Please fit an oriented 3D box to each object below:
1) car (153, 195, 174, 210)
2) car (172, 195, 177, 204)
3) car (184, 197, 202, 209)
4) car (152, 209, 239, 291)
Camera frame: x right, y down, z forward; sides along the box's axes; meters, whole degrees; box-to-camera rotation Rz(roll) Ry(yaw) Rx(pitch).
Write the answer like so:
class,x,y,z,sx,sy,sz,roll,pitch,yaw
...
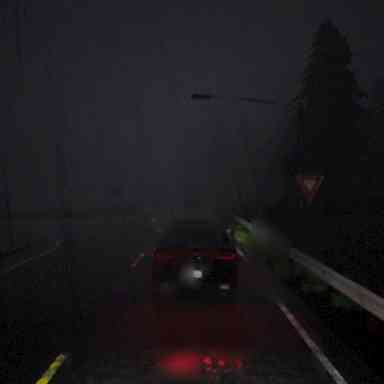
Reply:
class,x,y,z,sx,sy,sz,roll,pitch,yaw
car,-3.591,1.418,40.264,1.895,1.301,4.718,0,0,0
car,-3.561,1.271,55.988,1.812,1.442,4.674,0,0,0
car,0.101,1.306,37.636,1.882,1.535,5.008,0,0,0
car,0.084,1.436,8.949,1.882,1.535,5.008,0,0,0
